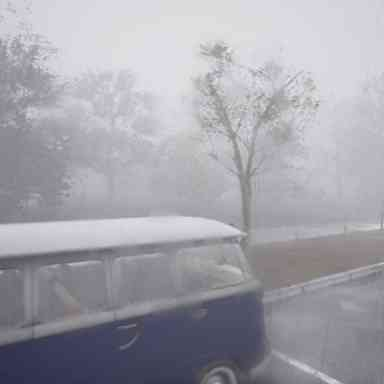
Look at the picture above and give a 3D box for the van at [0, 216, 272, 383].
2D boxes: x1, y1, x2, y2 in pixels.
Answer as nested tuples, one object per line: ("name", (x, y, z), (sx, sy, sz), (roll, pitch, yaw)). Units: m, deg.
("van", (-1.141, 1.280, 3.237), (4.442, 1.987, 1.878), (0, 0, -33))
